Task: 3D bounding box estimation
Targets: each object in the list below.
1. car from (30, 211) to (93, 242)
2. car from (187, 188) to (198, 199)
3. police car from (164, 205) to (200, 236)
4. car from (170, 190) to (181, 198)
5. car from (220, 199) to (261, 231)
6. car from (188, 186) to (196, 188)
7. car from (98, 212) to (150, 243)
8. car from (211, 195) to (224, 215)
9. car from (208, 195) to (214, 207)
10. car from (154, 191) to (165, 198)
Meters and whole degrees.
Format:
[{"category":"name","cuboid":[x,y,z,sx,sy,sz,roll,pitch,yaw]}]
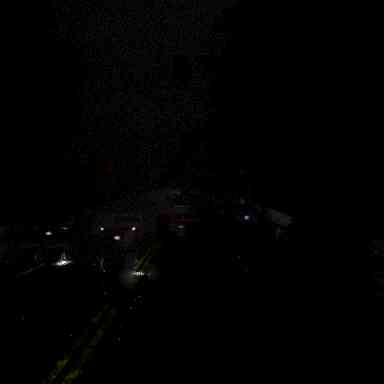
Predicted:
[{"category":"car","cuboid":[-6.599,1.713,17.274,1.994,1.385,4.181,0,0,0]},{"category":"car","cuboid":[0.085,0.458,63.421,1.812,1.442,4.674,0,1,0]},{"category":"police car","cuboid":[-0.558,1.569,19.522,1.930,1.638,5.238,0,0,-1]},{"category":"car","cuboid":[-3.263,0.332,65.758,1.882,1.535,5.008,0,2,1]},{"category":"car","cuboid":[3.253,1.559,22.016,2.033,1.649,4.856,0,1,0]},{"category":"car","cuboid":[0.012,-0.267,76.448,2.150,2.045,5.566,0,2,0]},{"category":"car","cuboid":[-3.350,1.749,17.145,1.895,1.301,4.718,0,0,0]},{"category":"car","cuboid":[3.255,1.425,33.004,1.882,1.535,5.008,0,1,0]},{"category":"car","cuboid":[3.257,1.103,43.997,1.837,1.490,4.892,0,2,0]},{"category":"car","cuboid":[-6.499,0.420,66.849,1.895,1.301,4.718,0,2,0]}]
